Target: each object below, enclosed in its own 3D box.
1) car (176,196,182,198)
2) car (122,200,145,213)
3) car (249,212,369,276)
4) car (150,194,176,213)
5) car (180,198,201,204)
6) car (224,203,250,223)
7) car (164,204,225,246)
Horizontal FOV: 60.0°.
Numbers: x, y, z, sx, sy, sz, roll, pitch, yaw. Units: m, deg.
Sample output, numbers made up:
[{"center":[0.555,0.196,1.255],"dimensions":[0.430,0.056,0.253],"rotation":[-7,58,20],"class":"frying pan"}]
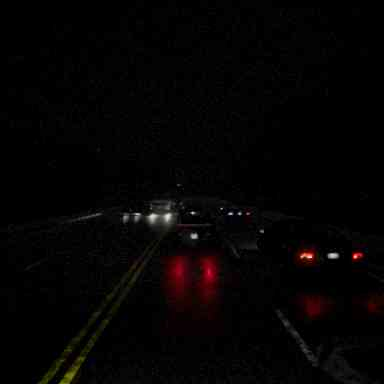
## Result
[{"center":[-3.267,1.582,77.613],"dimensions":[1.882,1.535,5.008],"rotation":[0,0,0],"class":"car"},{"center":[-6.605,1.592,38.262],"dimensions":[2.033,1.411,5.357],"rotation":[0,0,0],"class":"car"},{"center":[3.330,1.554,10.339],"dimensions":[2.033,1.411,5.357],"rotation":[0,0,0],"class":"car"},{"center":[-3.354,1.267,37.360],"dimensions":[2.150,2.045,5.566],"rotation":[0,0,0],"class":"car"},{"center":[0.087,1.539,30.782],"dimensions":[1.837,1.490,4.892],"rotation":[0,0,0],"class":"car"},{"center":[3.327,1.573,25.706],"dimensions":[2.033,1.411,5.357],"rotation":[0,0,0],"class":"car"},{"center":[0.089,1.502,15.171],"dimensions":[2.128,1.511,4.902],"rotation":[0,0,0],"class":"car"}]
